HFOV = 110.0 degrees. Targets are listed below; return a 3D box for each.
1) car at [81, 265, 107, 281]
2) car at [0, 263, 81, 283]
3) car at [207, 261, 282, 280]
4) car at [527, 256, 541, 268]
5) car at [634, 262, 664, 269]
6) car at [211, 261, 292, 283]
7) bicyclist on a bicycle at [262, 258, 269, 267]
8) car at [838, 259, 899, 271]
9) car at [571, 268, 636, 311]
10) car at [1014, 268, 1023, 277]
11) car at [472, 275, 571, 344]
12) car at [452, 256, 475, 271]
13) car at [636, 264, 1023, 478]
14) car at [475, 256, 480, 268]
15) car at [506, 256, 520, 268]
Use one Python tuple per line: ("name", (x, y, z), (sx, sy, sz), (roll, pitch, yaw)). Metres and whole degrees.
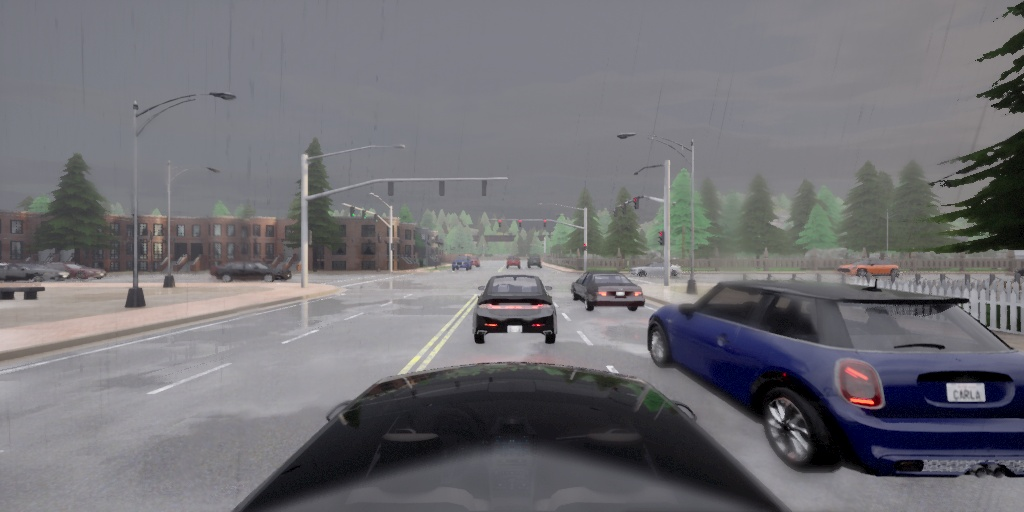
("car", (-36.679, 1.276, 29.564), (4.674, 1.442, 1.812), (0, 0, -13))
("car", (-35.710, 1.241, 26.194), (4.902, 1.511, 2.128), (0, 0, -13))
("car", (-22.808, 1.228, 30.683), (5.008, 1.535, 1.882), (0, 0, -1))
("car", (3.733, 0.971, 61.162), (2.150, 2.045, 5.566), (0, 0, 0))
("car", (13.574, 1.276, 33.969), (4.674, 1.442, 1.812), (0, 0, 0))
("car", (-19.498, 1.228, 27.245), (5.008, 1.535, 1.882), (0, 0, -1))
("bicyclist on a bicycle", (-28.730, 1.053, 41.699), (0.582, 1.620, 1.656), (0, 0, -1))
("car", (33.554, 1.103, 33.919), (4.553, 1.767, 2.097), (0, 0, 0))
("car", (3.611, 1.297, 14.391), (2.033, 1.411, 5.357), (0, 0, 1))
("car", (51.030, 1.350, 33.775), (5.357, 1.411, 2.033), (0, 0, 0))
("car", (0.080, 1.242, 9.566), (2.128, 1.511, 4.902), (0, 0, 1))
("car", (-6.966, 0.971, 50.288), (2.150, 2.045, 5.566), (0, 0, 1))
("car", (3.609, 1.102, 4.973), (2.097, 1.767, 4.553), (0, 0, 0))
("car", (-6.917, 0.974, 63.006), (2.150, 2.045, 5.566), (0, 0, 1))
("car", (0.231, 0.971, 61.163), (2.150, 2.045, 5.566), (0, 0, 0))
